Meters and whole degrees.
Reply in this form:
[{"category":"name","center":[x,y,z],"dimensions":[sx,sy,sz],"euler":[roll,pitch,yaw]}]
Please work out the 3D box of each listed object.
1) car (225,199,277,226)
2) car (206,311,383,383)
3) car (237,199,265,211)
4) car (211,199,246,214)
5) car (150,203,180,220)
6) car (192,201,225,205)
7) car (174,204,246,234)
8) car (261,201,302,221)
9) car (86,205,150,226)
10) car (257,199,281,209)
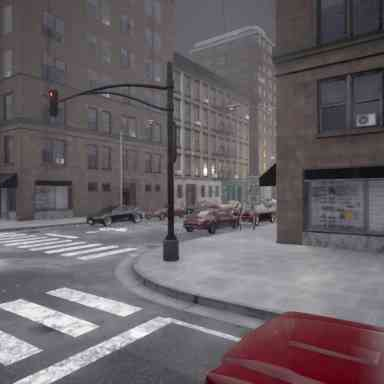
[{"category":"car","center":[4.359,1.412,23.383],"dimensions":[1.967,1.590,4.097],"euler":[0,0,36]},{"category":"car","center":[2.351,1.601,2.013],"dimensions":[4.718,1.301,1.895],"euler":[0,0,36]},{"category":"car","center":[7.459,1.600,41.515],"dimensions":[1.802,1.307,4.206],"euler":[0,0,36]},{"category":"car","center":[4.150,1.545,36.888],"dimensions":[1.752,1.417,4.829],"euler":[0,0,36]},{"category":"car","center":[-2.170,1.604,28.049],"dimensions":[1.802,1.307,4.206],"euler":[0,0,36]},{"category":"car","center":[1.040,1.565,32.538],"dimensions":[1.887,1.381,4.507],"euler":[0,0,36]},{"category":"car","center":[1.149,1.555,18.893],"dimensions":[1.802,1.307,4.206],"euler":[0,0,36]},{"category":"car","center":[7.668,1.495,28.010],"dimensions":[1.752,1.417,4.829],"euler":[0,0,36]},{"category":"car","center":[-5.380,1.590,23.560],"dimensions":[1.947,1.339,4.313],"euler":[0,0,36]},{"category":"car","center":[10.668,1.601,46.004],"dimensions":[1.802,1.307,4.206],"euler":[0,0,36]}]
